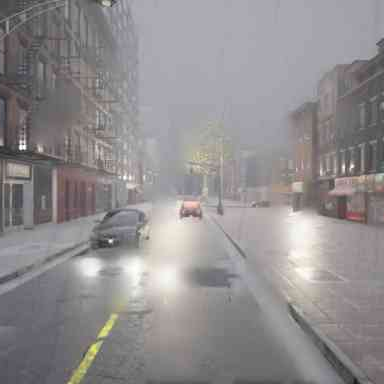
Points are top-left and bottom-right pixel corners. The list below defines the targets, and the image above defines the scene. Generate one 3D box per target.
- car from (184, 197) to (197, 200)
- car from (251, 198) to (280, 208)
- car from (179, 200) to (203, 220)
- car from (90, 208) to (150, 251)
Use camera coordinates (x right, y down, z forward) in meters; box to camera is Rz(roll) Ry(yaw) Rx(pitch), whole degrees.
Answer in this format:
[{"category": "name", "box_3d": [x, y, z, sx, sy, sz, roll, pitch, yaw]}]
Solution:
[{"category": "car", "box_3d": [-0.188, 1.390, 38.608, 2.097, 1.767, 4.553, 0, 0, 0]}, {"category": "car", "box_3d": [10.688, 1.563, 48.782, 4.097, 1.590, 1.967, 0, -1, 0]}, {"category": "car", "box_3d": [-0.072, 1.628, 28.702, 1.895, 1.301, 4.718, 0, 0, 0]}, {"category": "car", "box_3d": [-2.919, 1.516, 14.336, 1.837, 1.490, 4.892, 0, 0, 0]}]
